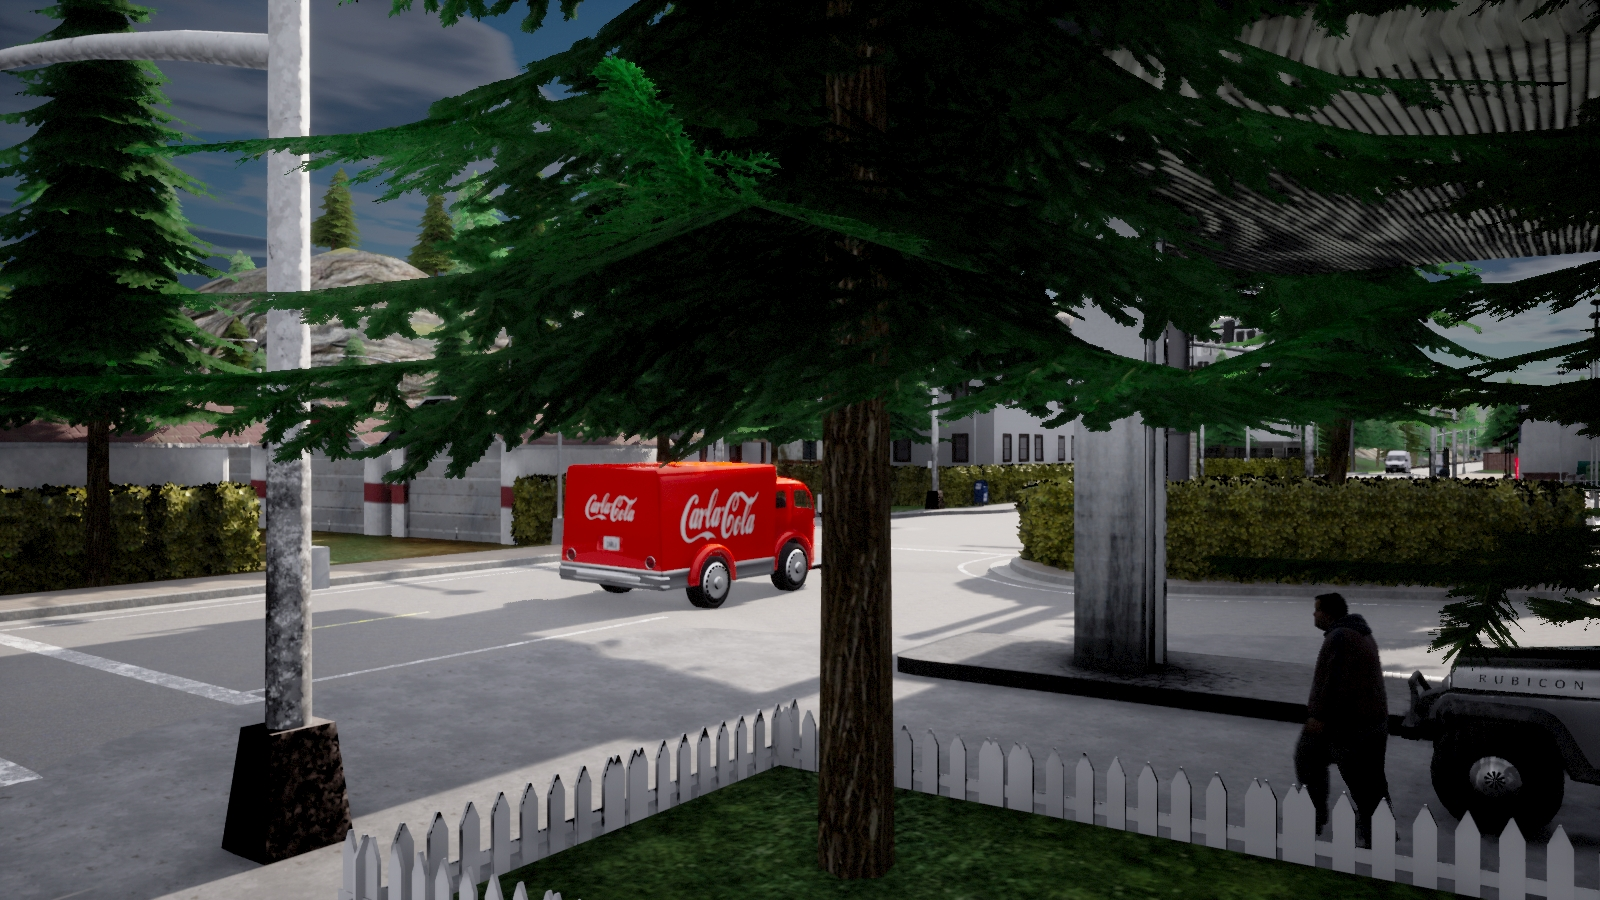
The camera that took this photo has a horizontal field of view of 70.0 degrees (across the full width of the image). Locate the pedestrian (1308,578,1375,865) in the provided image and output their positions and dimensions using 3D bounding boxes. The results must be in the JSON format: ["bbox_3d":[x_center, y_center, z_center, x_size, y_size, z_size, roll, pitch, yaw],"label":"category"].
[{"bbox_3d":[3.745,1.844,7.895,0.375,1.860,0.375,0,0,33],"label":"pedestrian"}]

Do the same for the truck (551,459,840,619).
[{"bbox_3d":[-1.777,1.455,21.360,2.627,2.467,5.204,2,1,35],"label":"truck"}]
